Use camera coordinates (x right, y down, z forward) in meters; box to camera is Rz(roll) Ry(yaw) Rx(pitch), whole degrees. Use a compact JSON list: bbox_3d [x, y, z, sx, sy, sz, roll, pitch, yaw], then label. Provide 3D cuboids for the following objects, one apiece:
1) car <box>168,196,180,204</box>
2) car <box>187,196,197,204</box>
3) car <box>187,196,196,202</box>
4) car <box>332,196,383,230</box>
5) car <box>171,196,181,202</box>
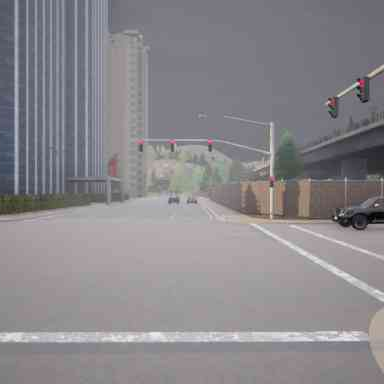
[{"bbox_3d":[-3.492,1.478,64.188,1.882,1.535,5.008,0,0,0],"label":"car"},{"bbox_3d":[0.009,1.564,64.585,1.994,1.385,4.181,0,0,0],"label":"car"},{"bbox_3d":[-0.104,1.595,74.547,1.895,1.301,4.718,0,0,0],"label":"car"},{"bbox_3d":[11.816,1.277,20.920,5.566,2.045,2.150,0,0,0],"label":"car"},{"bbox_3d":[-3.603,1.540,74.406,2.033,1.411,5.357,0,0,0],"label":"car"}]
